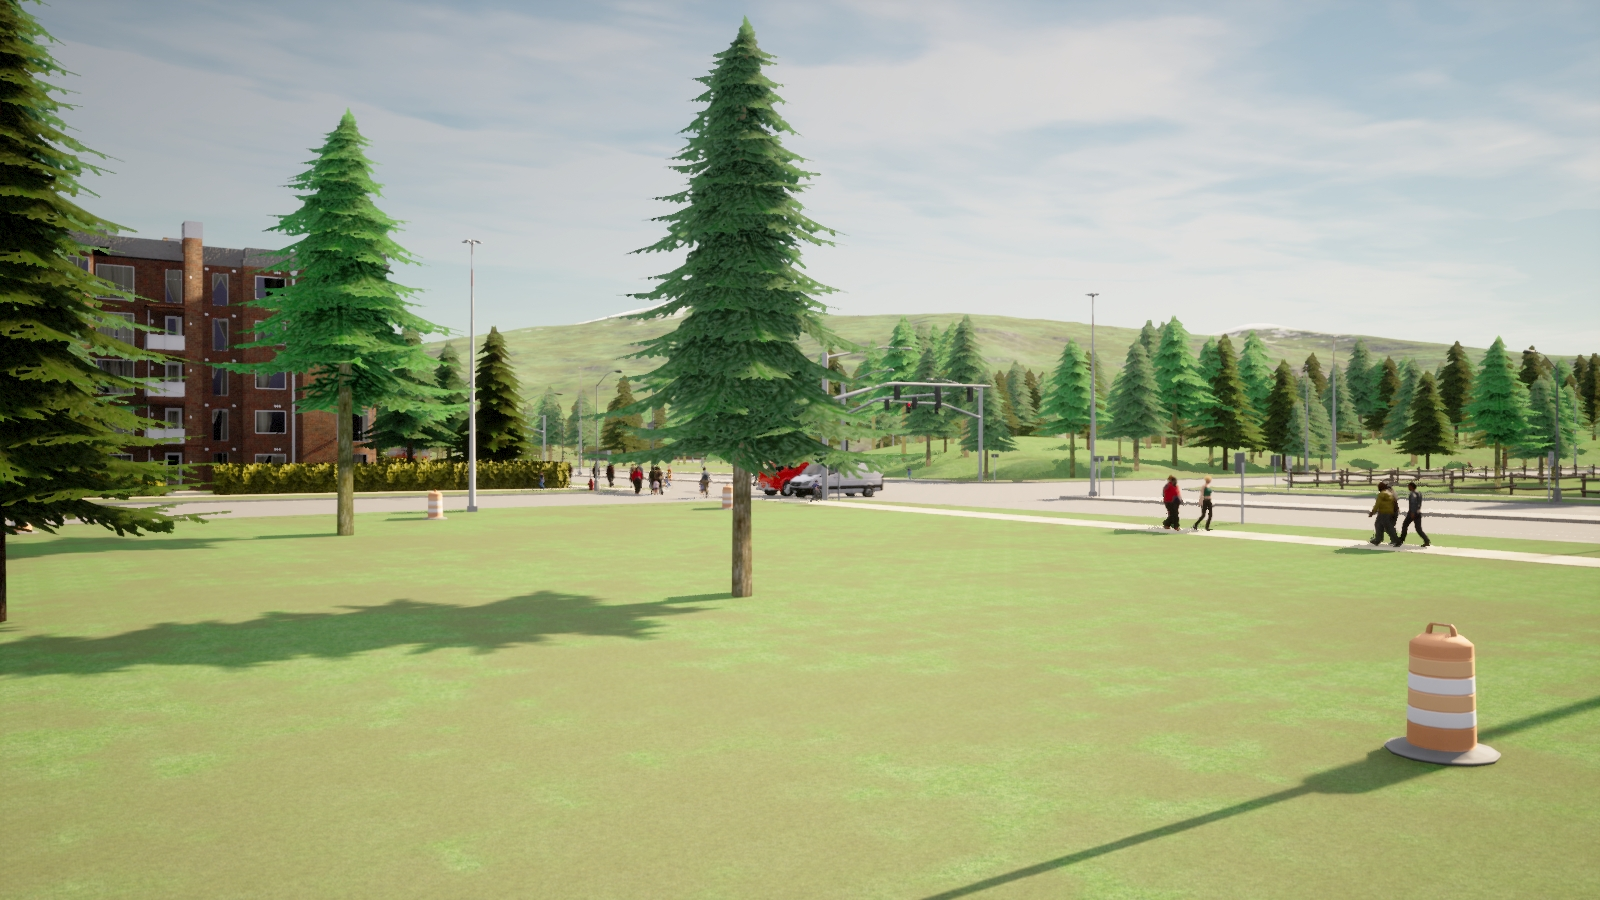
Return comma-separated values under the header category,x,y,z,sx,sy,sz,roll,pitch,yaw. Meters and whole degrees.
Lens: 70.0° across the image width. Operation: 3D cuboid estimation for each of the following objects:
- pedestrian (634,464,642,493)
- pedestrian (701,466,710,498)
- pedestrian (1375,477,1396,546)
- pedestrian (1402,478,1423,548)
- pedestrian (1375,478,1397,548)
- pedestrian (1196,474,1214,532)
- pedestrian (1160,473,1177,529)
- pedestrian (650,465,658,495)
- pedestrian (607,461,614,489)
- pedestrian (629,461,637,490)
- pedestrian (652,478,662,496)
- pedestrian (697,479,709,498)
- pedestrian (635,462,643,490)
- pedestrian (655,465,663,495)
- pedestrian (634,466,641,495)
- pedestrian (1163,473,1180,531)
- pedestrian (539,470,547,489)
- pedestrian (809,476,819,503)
category,x,y,z,sx,sy,sz,roll,pitch,yaw
pedestrian,-10.423,1.848,73.634,0.375,1.860,0.375,0,0,-30
pedestrian,-5.415,1.848,65.718,0.375,1.860,0.375,0,0,-44
pedestrian,16.219,1.696,31.651,0.375,1.860,0.375,0,0,-30
pedestrian,16.580,1.696,30.935,0.375,1.860,0.375,0,0,-31
pedestrian,15.772,1.696,30.753,0.375,1.860,0.375,0,0,-30
pedestrian,13.103,1.696,36.968,0.375,1.860,0.375,0,0,-30
pedestrian,12.344,1.697,38.253,0.375,1.860,0.375,0,0,-31
pedestrian,-9.161,1.848,71.576,0.375,1.860,0.375,0,0,-27
pedestrian,-12.921,1.697,77.877,0.375,1.860,0.375,0,0,-39
pedestrian,-11.118,1.696,76.045,0.375,1.860,0.375,0,0,-34
pedestrian,-8.787,2.254,70.015,0.500,1.100,0.500,0,0,-24
pedestrian,-5.640,2.228,66.547,0.500,1.100,0.500,0,0,-39
pedestrian,-10.598,1.696,75.339,0.375,1.860,0.375,0,0,-34
pedestrian,-8.717,1.848,70.811,0.375,1.860,0.375,0,0,-33
pedestrian,-10.258,1.919,71.998,0.375,1.860,0.375,0,0,-23
pedestrian,12.155,1.696,37.343,0.375,1.860,0.375,0,0,-30
pedestrian,-17.137,1.976,76.241,0.375,1.300,0.375,0,0,-33
pedestrian,0.688,1.977,57.193,0.375,1.300,0.375,0,0,-32
